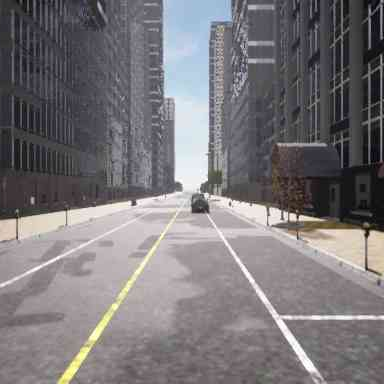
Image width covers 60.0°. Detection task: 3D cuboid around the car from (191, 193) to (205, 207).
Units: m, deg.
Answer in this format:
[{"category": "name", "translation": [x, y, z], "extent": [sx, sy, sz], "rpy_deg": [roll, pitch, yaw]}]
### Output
[{"category": "car", "translation": [0.898, 1.264, 53.515], "extent": [2.150, 2.045, 5.566], "rpy_deg": [0, 0, 0]}]

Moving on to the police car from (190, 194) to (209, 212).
[{"category": "police car", "translation": [0.900, 1.397, 37.595], "extent": [1.930, 1.638, 5.238], "rpy_deg": [0, 0, 0]}]

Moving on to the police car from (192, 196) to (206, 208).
[{"category": "police car", "translation": [0.900, 1.392, 47.596], "extent": [1.930, 1.638, 5.238], "rpy_deg": [0, 0, 0]}]
